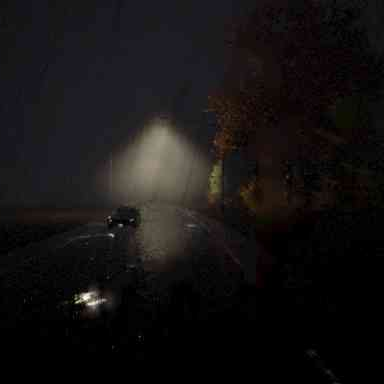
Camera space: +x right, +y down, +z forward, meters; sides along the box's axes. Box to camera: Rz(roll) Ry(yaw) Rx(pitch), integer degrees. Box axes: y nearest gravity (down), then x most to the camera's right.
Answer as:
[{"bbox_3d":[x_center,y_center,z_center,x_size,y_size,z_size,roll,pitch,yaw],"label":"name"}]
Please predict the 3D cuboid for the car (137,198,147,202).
[{"bbox_3d":[-9.622,1.983,63.819,1.837,1.490,4.892,0,0,-10],"label":"car"}]

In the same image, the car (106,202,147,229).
[{"bbox_3d":[-4.521,1.649,22.900,2.033,1.411,5.357,0,0,-4],"label":"car"}]
